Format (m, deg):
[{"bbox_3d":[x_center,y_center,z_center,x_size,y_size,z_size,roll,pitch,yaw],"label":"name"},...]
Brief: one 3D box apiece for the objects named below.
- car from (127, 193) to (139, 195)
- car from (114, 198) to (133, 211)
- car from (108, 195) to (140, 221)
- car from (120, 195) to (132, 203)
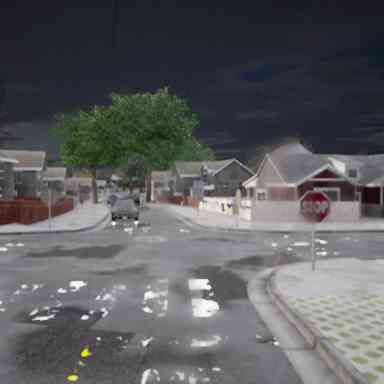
[{"bbox_3d":[-10.112,1.164,56.257,2.150,2.045,5.566,0,0,-17],"label":"car"},{"bbox_3d":[-8.822,1.520,42.335,2.033,1.411,5.357,0,0,-15],"label":"car"},{"bbox_3d":[-5.426,1.336,27.051,2.097,1.767,4.553,0,0,-10],"label":"car"},{"bbox_3d":[-13.168,1.429,66.150,2.128,1.511,4.902,0,0,-16],"label":"car"}]
